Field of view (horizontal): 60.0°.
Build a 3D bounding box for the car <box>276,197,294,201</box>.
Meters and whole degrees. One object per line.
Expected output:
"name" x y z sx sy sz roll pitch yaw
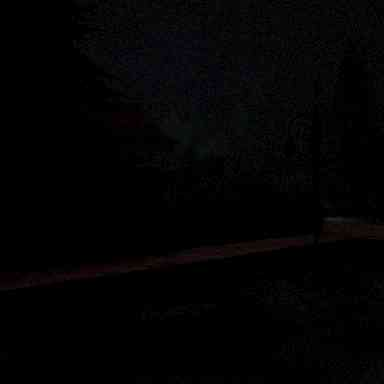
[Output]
"car" 8.301 1.209 29.258 2.097 1.767 4.553 0 0 -36
